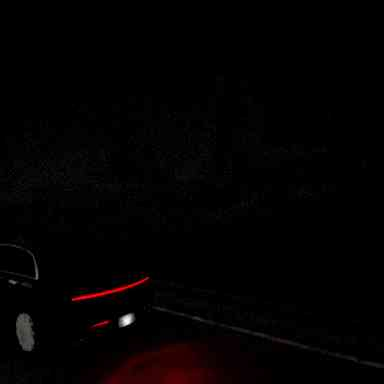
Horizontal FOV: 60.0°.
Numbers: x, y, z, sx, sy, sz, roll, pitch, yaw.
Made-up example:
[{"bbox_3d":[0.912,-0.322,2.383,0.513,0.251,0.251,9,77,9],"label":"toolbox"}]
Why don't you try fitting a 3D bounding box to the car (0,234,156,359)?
[{"bbox_3d":[-2.817,1.536,6.087,4.892,1.490,1.837,0,0,38],"label":"car"}]
